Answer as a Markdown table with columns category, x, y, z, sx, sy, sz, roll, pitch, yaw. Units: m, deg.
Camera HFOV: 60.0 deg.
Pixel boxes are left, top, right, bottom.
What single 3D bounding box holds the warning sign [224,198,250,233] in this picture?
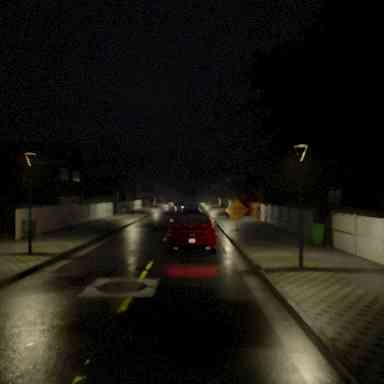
| category | x | y | z | sx | sy | sz | roll | pitch | yaw |
| --- | --- | --- | --- | --- | --- | --- | --- | --- | --- |
| warning sign | 2.522 | 1.298 | 18.630 | 1.300 | 1.860 | 1.060 | 0 | -1 | 0 |

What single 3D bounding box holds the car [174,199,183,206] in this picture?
| category | x | y | z | sx | sy | sz | roll | pitch | yaw |
| --- | --- | --- | --- | --- | --- | --- | --- | --- | --- |
| car | -2.717 | 2.223 | 70.995 | 1.812 | 1.442 | 4.674 | 0 | -1 | 0 |

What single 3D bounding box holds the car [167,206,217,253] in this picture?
| category | x | y | z | sx | sy | sz | roll | pitch | yaw |
| --- | --- | --- | --- | --- | --- | --- | --- | --- | --- |
| car | 0.013 | 1.620 | 14.488 | 1.882 | 1.535 | 5.008 | 0 | 0 | 0 |

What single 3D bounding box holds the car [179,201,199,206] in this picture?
| category | x | y | z | sx | sy | sz | roll | pitch | yaw |
| --- | --- | --- | --- | --- | --- | --- | --- | --- | --- |
| car | 0.019 | 1.815 | 29.390 | 1.812 | 1.442 | 4.674 | 0 | 0 | 0 |
